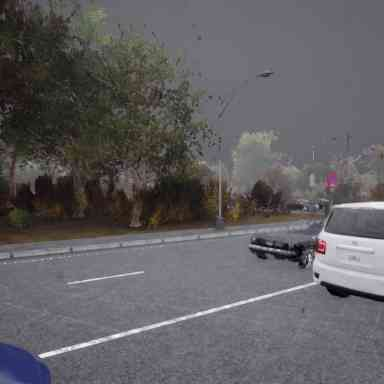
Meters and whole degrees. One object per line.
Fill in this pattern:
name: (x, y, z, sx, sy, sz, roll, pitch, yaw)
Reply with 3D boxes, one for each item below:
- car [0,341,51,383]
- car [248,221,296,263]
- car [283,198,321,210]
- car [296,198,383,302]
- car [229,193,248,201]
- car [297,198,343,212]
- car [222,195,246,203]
car: (-3.122, 1.526, 1.515, 4.674, 1.442, 1.812, 0, 0, -36)
car: (4.119, 1.601, 11.240, 4.718, 1.301, 1.895, 0, 0, -36)
car: (12.482, 1.492, 38.720, 2.128, 1.511, 4.902, 0, 0, -33)
car: (4.997, 1.221, 7.320, 5.566, 2.045, 2.150, 0, 0, -35)
car: (7.235, 1.213, 47.049, 2.150, 2.045, 5.566, 0, 0, -32)
car: (15.511, 1.491, 40.505, 2.128, 1.511, 4.902, 0, 0, -32)
car: (8.238, 1.363, 65.464, 2.128, 1.511, 4.902, 0, 1, -32)
